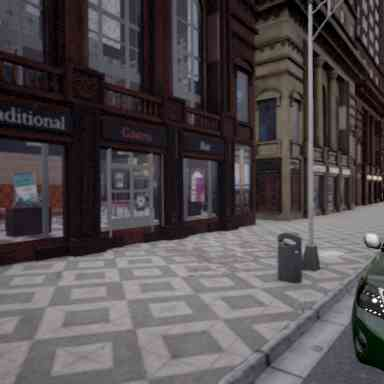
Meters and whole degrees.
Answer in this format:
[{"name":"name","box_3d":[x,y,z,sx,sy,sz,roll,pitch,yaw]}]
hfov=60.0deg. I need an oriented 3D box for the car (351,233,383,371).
[{"name":"car","box_3d":[4.181,1.221,5.181,2.150,2.045,5.566,0,0,38]}]
